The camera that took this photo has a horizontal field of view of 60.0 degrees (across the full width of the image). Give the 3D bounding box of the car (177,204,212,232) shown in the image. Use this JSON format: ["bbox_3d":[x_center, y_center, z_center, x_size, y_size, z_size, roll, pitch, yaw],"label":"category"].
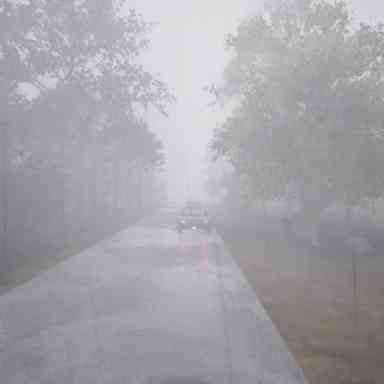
[{"bbox_3d":[0.130,1.593,19.820,1.895,1.301,4.718,0,0,0],"label":"car"}]

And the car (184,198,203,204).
[{"bbox_3d":[0.150,1.490,37.710,1.837,1.490,4.892,0,0,0],"label":"car"}]
